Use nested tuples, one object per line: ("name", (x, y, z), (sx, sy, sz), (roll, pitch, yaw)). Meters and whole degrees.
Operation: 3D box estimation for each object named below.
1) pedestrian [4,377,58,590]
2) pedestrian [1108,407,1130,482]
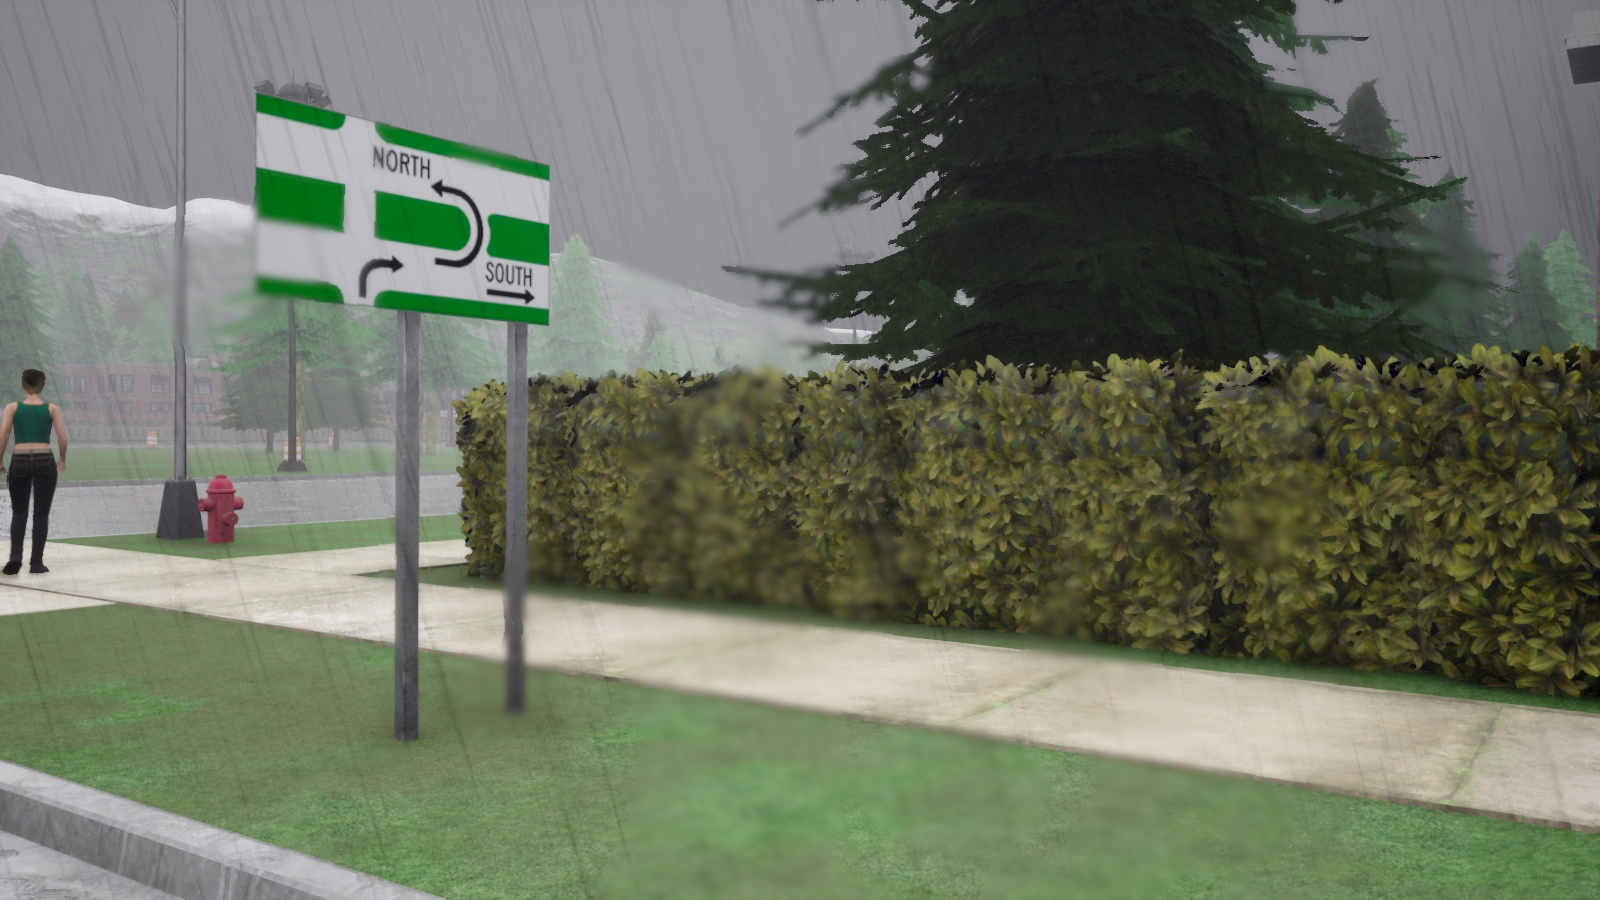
("pedestrian", (-6.818, 0.283, 11.148), (0.345, 1.836, 0.594), (-1, 1, -28))
("pedestrian", (7.915, -0.134, 31.188), (0.345, 1.836, 0.594), (0, 1, 34))
